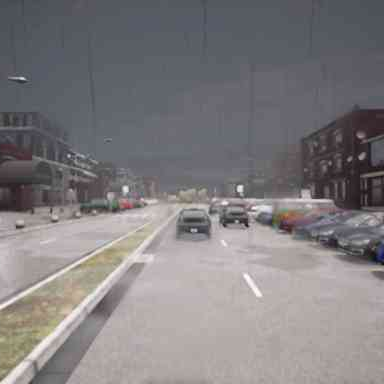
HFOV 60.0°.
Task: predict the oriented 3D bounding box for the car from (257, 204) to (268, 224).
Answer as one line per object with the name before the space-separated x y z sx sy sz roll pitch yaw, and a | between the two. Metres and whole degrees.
car | 7.641 1.822 25.309 4.674 1.452 2.002 0 -1 0

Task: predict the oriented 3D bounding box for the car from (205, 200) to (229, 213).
car | 3.095 2.144 42.367 2.128 1.511 4.902 0 -1 0

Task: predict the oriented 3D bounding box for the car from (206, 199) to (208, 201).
car | 7.605 2.732 94.241 5.566 2.045 2.435 0 -1 0

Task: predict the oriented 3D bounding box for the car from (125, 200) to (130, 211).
car | -12.889 2.370 52.928 4.792 1.488 2.163 0 -1 0

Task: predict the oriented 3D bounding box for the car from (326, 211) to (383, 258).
car | 7.645 1.581 11.531 4.892 1.521 2.231 0 -1 0

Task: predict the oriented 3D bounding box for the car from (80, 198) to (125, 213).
car | -12.972 1.981 47.251 5.566 2.045 2.435 0 -1 0

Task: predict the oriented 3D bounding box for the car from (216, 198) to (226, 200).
car | 7.608 2.185 58.400 5.566 2.045 2.435 0 -1 0

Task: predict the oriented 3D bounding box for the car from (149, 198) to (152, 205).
car | -12.850 2.761 80.593 4.892 1.521 2.231 0 -1 0

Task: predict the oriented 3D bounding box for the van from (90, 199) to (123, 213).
van | -12.813 2.060 50.026 4.442 1.987 1.878 0 -1 0

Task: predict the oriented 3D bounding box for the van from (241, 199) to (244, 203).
van | 7.521 1.720 33.583 4.442 1.987 1.878 0 -1 0

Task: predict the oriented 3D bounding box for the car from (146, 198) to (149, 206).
car | -12.849 2.687 75.034 5.008 1.535 2.097 0 -1 0

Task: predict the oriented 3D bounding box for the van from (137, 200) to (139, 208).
van | -12.993 2.301 63.921 4.442 1.987 1.878 0 -1 0

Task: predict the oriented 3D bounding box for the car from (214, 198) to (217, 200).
car | 7.820 2.609 69.426 5.366 1.575 1.946 0 -1 0

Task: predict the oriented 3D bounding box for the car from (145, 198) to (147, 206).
car | -12.679 2.610 69.599 5.366 1.575 1.946 0 -1 0

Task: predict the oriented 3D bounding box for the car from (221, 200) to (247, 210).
car | 7.667 2.358 61.156 4.553 1.767 2.185 0 -1 0

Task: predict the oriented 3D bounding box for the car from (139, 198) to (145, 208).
car | -12.840 2.320 66.820 5.566 2.045 2.435 0 -1 0

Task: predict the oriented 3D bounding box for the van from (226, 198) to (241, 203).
van | 7.753 2.062 50.124 4.442 1.987 1.878 0 -1 0

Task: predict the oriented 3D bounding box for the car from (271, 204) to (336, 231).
car | 7.644 1.690 19.798 5.008 1.535 2.097 0 -1 0

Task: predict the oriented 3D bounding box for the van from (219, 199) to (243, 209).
van | 7.519 2.302 63.915 4.442 1.987 1.878 0 -1 0

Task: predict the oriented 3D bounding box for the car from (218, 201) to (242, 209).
car | 7.633 2.611 66.669 4.674 1.452 2.002 0 -1 0

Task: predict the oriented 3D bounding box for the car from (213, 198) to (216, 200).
car | 7.820 2.649 72.186 5.366 1.575 1.946 0 -1 0

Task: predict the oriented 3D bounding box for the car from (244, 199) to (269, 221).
car | 7.609 1.582 28.073 5.566 2.045 2.435 0 -1 0

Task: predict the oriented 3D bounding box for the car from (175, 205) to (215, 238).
car | 0.098 1.703 18.985 1.837 1.490 4.892 0 -1 0

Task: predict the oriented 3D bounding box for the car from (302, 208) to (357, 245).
car | 7.646 1.614 14.287 4.892 1.521 2.231 0 -1 0

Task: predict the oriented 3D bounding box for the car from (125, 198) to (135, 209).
car | -12.934 2.137 55.586 5.566 2.045 2.435 0 -1 0

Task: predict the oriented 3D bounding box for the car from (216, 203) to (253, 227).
car | 3.096 1.807 25.276 1.837 1.490 4.892 0 -1 0

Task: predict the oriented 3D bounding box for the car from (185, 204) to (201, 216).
car | 0.096 2.227 41.026 1.895 1.301 4.718 0 -1 0

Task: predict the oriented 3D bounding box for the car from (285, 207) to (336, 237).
car | 7.609 1.679 17.043 4.792 1.488 2.163 0 -1 0

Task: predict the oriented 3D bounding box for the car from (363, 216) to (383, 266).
car | 7.635 1.551 8.775 5.008 1.535 2.097 0 -1 0

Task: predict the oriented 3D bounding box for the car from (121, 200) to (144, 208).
car | -12.891 2.524 72.258 4.553 1.767 2.185 0 -1 0

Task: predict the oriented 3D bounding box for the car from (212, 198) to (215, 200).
car | 7.603 2.602 77.703 4.553 1.767 2.185 0 -1 0

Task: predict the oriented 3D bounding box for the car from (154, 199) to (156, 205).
car | -13.014 2.873 89.053 5.366 1.575 1.946 0 -1 0

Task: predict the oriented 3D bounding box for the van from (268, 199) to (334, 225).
van | 7.754 1.506 22.437 4.442 1.987 1.878 0 -1 0

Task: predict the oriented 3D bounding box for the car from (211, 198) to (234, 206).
car | 7.662 2.551 83.219 5.566 2.045 2.435 0 -1 0

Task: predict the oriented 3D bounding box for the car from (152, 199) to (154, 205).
car | -12.844 2.797 83.497 5.008 1.535 2.097 0 -1 0
